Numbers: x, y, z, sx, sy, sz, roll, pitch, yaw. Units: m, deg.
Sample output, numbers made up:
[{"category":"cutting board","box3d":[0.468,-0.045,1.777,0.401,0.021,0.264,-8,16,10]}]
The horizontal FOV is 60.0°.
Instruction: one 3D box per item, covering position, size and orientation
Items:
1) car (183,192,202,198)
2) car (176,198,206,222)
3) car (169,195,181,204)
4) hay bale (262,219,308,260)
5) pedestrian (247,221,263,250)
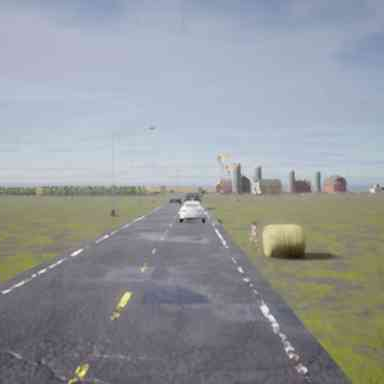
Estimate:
[{"category":"car","box3d":[0.063,0.997,41.114,2.150,2.045,5.566,0,1,0]},{"category":"car","box3d":[0.050,1.389,24.607,1.812,1.442,4.674,0,0,1]},{"category":"car","box3d":[-2.765,1.172,56.261,1.882,1.535,5.008,0,0,0]},{"category":"hay bale","box3d":[3.128,1.591,11.363,1.220,1.180,1.240,1,1,0]},{"category":"pedestrian","box3d":[2.419,1.602,12.489,0.500,1.100,0.500,-1,1,1]}]
